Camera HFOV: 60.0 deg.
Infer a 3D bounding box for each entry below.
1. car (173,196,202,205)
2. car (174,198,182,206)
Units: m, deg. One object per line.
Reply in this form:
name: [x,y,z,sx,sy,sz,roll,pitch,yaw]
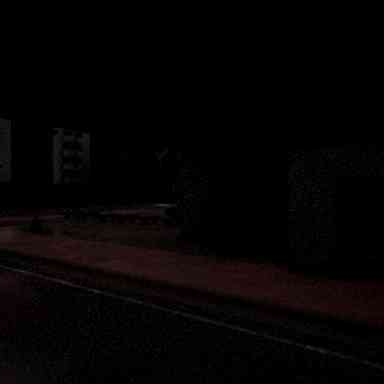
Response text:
car: [-0.837,1.548,60.337,4.892,1.490,1.837,0,0,-26]
car: [-0.647,1.517,56.515,5.008,1.535,1.882,0,0,-27]
